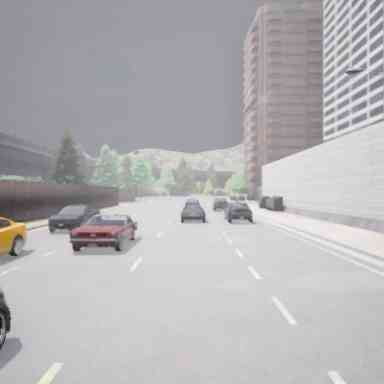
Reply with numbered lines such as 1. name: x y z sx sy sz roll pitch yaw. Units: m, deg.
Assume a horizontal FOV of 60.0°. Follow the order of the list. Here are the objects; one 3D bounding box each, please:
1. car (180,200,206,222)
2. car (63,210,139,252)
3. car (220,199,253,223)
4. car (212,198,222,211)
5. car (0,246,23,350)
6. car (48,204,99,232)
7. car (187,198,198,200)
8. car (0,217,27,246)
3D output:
1. car: 0.096 1.613 26.655 1.994 1.385 4.181 0 0 0
2. car: -3.578 1.627 14.253 1.895 1.301 4.718 0 0 0
3. car: 3.599 1.555 26.343 1.837 1.490 4.892 0 0 0
4. car: 3.567 1.581 42.151 1.837 1.490 4.892 0 0 0
5. car: -3.594 1.571 3.111 1.994 1.385 4.181 0 0 0
6. car: -7.064 1.516 20.494 1.882 1.535 5.008 0 0 1
7. car: 0.067 1.555 42.463 1.882 1.535 5.008 0 0 0
8. car: -7.088 1.497 10.390 1.882 1.535 5.008 0 0 0
